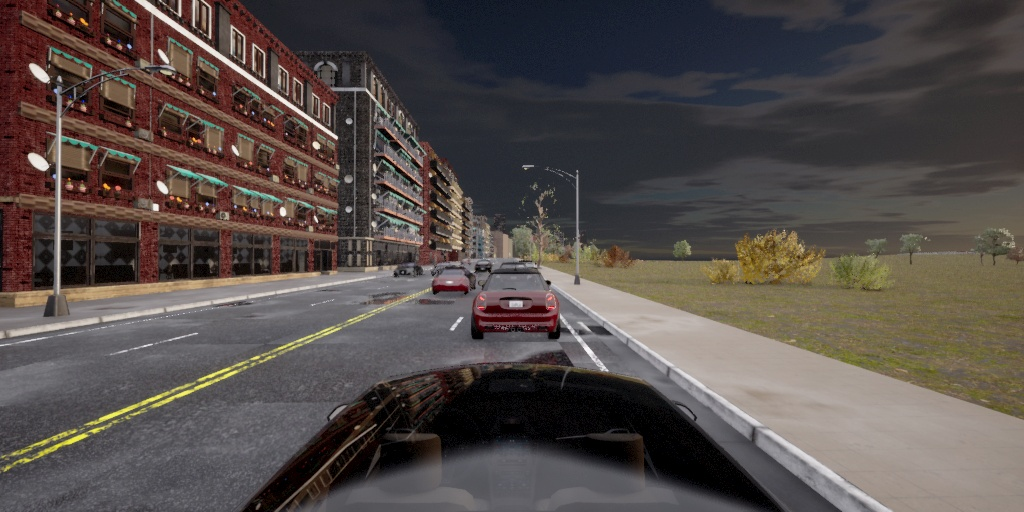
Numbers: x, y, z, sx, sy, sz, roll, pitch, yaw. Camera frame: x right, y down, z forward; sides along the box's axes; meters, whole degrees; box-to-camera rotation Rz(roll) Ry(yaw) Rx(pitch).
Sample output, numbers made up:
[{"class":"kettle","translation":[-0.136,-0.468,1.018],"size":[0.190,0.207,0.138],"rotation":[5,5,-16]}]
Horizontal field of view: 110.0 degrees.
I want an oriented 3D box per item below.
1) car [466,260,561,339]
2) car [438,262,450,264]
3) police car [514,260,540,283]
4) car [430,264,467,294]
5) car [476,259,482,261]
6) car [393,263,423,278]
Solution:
[{"class":"car","translation":[0.082,1.104,10.196],"size":[2.097,1.767,4.553],"rotation":[0,0,0]},{"class":"car","translation":[-6.642,1.317,35.237],"size":[1.994,1.385,4.181],"rotation":[0,0,0]},{"class":"police car","translation":[1.104,1.179,29.464],"size":[1.930,1.638,5.238],"rotation":[0,0,0]},{"class":"car","translation":[-3.174,1.317,20.218],"size":[1.994,1.385,4.181],"rotation":[0,0,0]},{"class":"car","translation":[-3.197,1.231,41.701],"size":[1.882,1.535,5.008],"rotation":[0,0,0]},{"class":"car","translation":[-9.890,1.317,34.409],"size":[1.994,1.385,4.181],"rotation":[0,0,0]}]
